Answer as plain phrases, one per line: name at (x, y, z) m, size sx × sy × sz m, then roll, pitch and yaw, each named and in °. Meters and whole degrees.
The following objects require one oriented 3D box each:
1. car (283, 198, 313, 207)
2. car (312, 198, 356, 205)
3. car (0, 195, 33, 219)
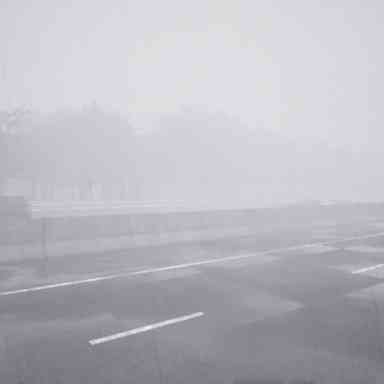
car at (11.530, 1.324, 33.582) m, size 5.357 × 1.411 × 2.033 m, roll -1°, pitch 0°, yaw -35°
car at (13.561, 1.308, 30.732) m, size 4.674 × 1.442 × 1.812 m, roll -1°, pitch 0°, yaw -35°
car at (-12.882, 1.224, 20.477) m, size 5.566 × 2.045 × 2.150 m, roll 0°, pitch 0°, yaw -35°
